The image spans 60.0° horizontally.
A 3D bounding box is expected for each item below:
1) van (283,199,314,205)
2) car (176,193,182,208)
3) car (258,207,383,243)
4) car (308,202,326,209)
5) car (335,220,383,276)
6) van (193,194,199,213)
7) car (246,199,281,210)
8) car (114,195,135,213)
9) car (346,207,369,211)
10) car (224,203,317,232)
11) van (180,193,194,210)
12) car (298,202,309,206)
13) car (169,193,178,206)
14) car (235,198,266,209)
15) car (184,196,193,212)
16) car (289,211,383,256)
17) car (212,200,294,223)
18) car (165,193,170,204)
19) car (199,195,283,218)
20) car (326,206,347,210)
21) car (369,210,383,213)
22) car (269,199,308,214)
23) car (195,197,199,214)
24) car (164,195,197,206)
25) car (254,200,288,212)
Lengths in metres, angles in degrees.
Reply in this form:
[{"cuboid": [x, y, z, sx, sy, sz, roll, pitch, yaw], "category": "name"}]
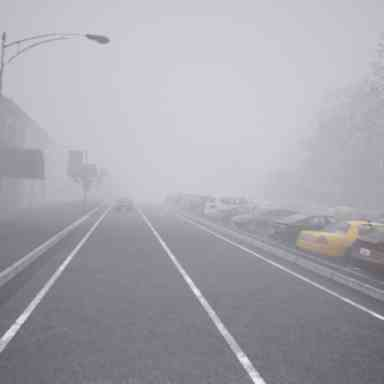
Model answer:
[{"cuboid": [13.830, 1.901, 42.624, 4.442, 1.987, 1.878, 3, 0, -11], "category": "van"}, {"cuboid": [0.890, 1.379, 39.931, 4.553, 1.767, 2.185, 3, 0, -12], "category": "car"}, {"cuboid": [5.954, 1.731, 15.215, 5.008, 1.535, 2.097, 3, 0, -12], "category": "car"}, {"cuboid": [15.193, 2.181, 34.375, 5.366, 1.575, 1.946, 3, 0, -12], "category": "car"}, {"cuboid": [7.107, 1.826, 9.733, 4.792, 1.488, 2.163, 3, 0, -12], "category": "car"}, {"cuboid": [2.719, 1.357, 31.719, 4.442, 1.987, 1.878, 3, 0, -12], "category": "van"}, {"cuboid": [11.497, 2.055, 53.515, 5.008, 1.535, 2.097, 3, 0, -11], "category": "car"}, {"cuboid": [-6.520, 1.276, 32.115, 1.895, 1.301, 4.718, 3, 0, -11], "category": "car"}, {"cuboid": [16.458, 2.268, 28.947, 4.792, 1.488, 2.163, 3, 0, -12], "category": "car"}, {"cuboid": [4.807, 1.703, 20.705, 4.792, 1.488, 2.163, 3, 0, -12], "category": "car"}, {"cuboid": [1.371, 1.299, 37.166, 4.442, 1.987, 1.878, 3, 0, -12], "category": "van"}, {"cuboid": [14.813, 2.209, 37.140, 4.674, 1.452, 2.002, 3, 0, -12], "category": "car"}, {"cuboid": [0.397, 1.236, 42.688, 5.566, 2.045, 2.435, 3, 0, -11], "category": "car"}, {"cuboid": [10.381, 2.041, 58.970, 5.008, 1.535, 2.097, 3, -1, -11], "category": "car"}, {"cuboid": [2.028, 1.554, 34.440, 4.892, 1.521, 2.231, 3, 0, -12], "category": "car"}, {"cuboid": [6.701, 1.768, 12.510, 5.366, 1.575, 1.946, 3, 0, -12], "category": "car"}, {"cuboid": [4.273, 1.650, 23.451, 4.892, 1.521, 2.231, 3, 0, -11], "category": "car"}, {"cuboid": [-1.275, 1.190, 50.930, 5.566, 2.045, 2.435, 3, 0, -11], "category": "car"}, {"cuboid": [3.756, 1.375, 26.208, 5.566, 2.045, 2.435, 3, 0, -12], "category": "car"}, {"cuboid": [15.926, 2.216, 31.681, 5.008, 1.535, 2.097, 3, 0, -12], "category": "car"}, {"cuboid": [17.073, 2.295, 26.230, 4.792, 1.488, 2.163, 3, 0, -12], "category": "car"}, {"cuboid": [13.128, 1.974, 45.319, 4.553, 1.767, 2.185, 3, 0, -11], "category": "car"}, {"cuboid": [3.149, 1.601, 28.948, 5.008, 1.535, 2.097, 3, 0, -12], "category": "car"}, {"cuboid": [-1.876, 1.432, 53.667, 4.892, 1.521, 2.231, 3, 0, -11], "category": "car"}, {"cuboid": [12.045, 2.108, 50.783, 4.674, 1.452, 2.002, 3, 0, -11], "category": "car"}]
